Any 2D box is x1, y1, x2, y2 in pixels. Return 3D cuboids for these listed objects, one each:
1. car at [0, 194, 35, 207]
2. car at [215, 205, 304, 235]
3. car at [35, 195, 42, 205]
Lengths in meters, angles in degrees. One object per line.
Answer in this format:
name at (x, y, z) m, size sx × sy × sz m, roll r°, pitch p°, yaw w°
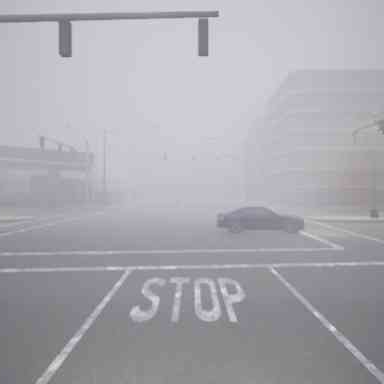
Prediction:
car at (-23.310, 1.083, 42.642) m, size 4.611 × 1.667 × 2.242 m, roll 0°, pitch 0°, yaw 1°
car at (3.546, 1.442, 17.718) m, size 4.674 × 1.442 × 1.812 m, roll 0°, pitch 0°, yaw 0°
car at (-24.026, 1.216, 48.393) m, size 3.806 × 1.475 × 1.970 m, roll 0°, pitch 0°, yaw 1°
